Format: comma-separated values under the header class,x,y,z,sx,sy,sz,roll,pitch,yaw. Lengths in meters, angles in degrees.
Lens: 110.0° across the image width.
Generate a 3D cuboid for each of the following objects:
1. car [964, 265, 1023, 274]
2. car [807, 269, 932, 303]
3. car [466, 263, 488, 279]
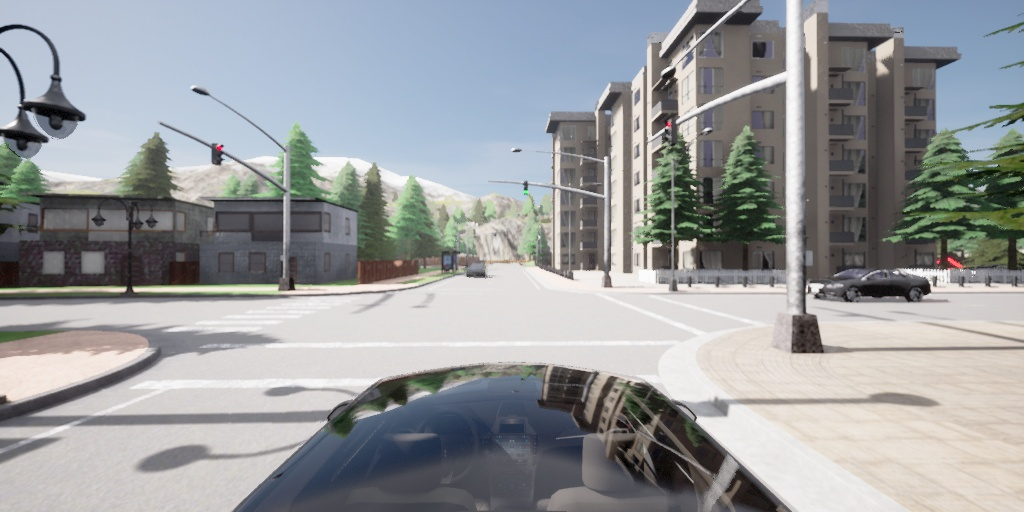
class,x,y,z,sx,sy,sz,roll,pitch,yaw
car,50.753,1.548,37.216,1.895,1.301,4.718,0,0,-1
car,16.684,1.341,16.903,4.902,1.511,2.128,0,0,-2
car,-3.517,1.467,36.286,1.882,1.535,5.008,0,1,0
